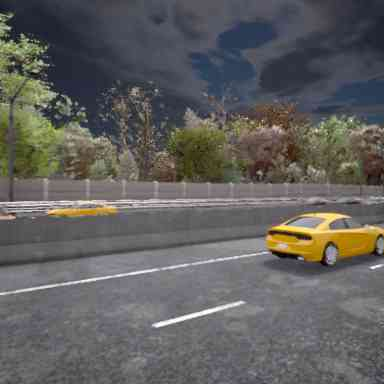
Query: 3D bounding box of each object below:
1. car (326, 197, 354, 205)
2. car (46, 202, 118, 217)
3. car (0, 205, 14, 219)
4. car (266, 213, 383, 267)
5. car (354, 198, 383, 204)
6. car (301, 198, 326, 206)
[{"bbox_3d":[20.511,1.471,44.403,5.008,1.535,1.882,0,0,-35],"label":"car"},{"bbox_3d":[-7.908,1.473,24.149,5.008,1.535,1.882,0,0,-35],"label":"car"},{"bbox_3d":[-9.953,1.352,14.088,4.553,1.767,2.097,0,0,-36],"label":"car"},{"bbox_3d":[4.730,1.471,11.422,5.008,1.535,1.882,0,0,-35],"label":"car"},{"bbox_3d":[22.807,1.501,41.745,4.892,1.490,1.837,1,0,-35],"label":"car"},{"bbox_3d":[17.204,1.519,46.348,4.674,1.442,1.812,0,0,-35],"label":"car"}]
